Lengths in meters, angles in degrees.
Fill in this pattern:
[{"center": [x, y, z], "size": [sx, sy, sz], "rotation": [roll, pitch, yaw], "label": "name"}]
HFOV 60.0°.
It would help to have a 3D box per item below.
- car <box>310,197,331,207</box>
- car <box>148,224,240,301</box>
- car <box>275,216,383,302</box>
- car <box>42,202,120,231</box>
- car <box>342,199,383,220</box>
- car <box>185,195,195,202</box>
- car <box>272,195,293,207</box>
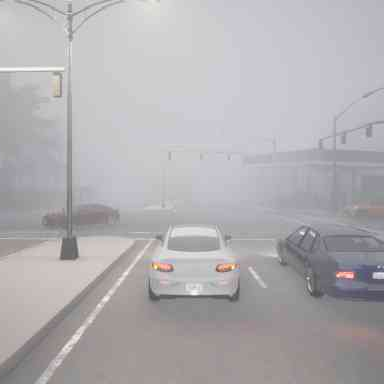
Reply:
[{"center": [18.669, 1.433, 48.595], "size": [1.970, 1.475, 3.806], "rotation": [0, 0, 0], "label": "car"}, {"center": [0.039, 1.516, 8.178], "size": [1.812, 1.442, 4.674], "rotation": [0, 0, 0], "label": "car"}, {"center": [3.518, 1.545, 8.483], "size": [2.033, 1.411, 5.357], "rotation": [0, 0, 3], "label": "car"}, {"center": [-6.761, 1.437, 20.647], "size": [1.882, 1.535, 5.008], "rotation": [-1, -1, 35], "label": "car"}, {"center": [14.958, 1.350, 27.630], "size": [4.553, 1.767, 2.097], "rotation": [0, 0, -2], "label": "car"}, {"center": [-0.428, 1.428, 72.796], "size": [1.812, 1.442, 4.674], "rotation": [0, 0, 0], "label": "car"}, {"center": [12.929, 1.261, 47.798], "size": [2.242, 1.667, 4.611], "rotation": [0, 0, 0], "label": "car"}]
